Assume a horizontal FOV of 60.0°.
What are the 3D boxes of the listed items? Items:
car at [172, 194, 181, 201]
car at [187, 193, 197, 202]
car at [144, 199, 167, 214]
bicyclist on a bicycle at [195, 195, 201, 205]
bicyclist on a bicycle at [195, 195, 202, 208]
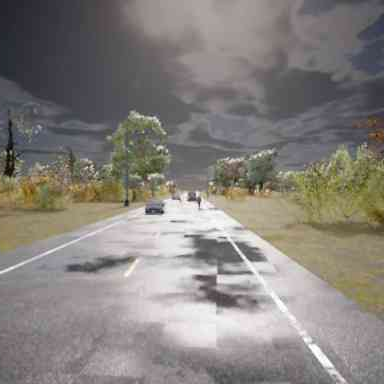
[{"bbox_3d":[-3.489,1.158,74.316,1.882,1.535,5.008,0,0,0],"label":"car"},{"bbox_3d":[0.012,1.339,69.540,1.895,1.301,4.718,0,0,0],"label":"car"},{"bbox_3d":[-3.592,1.436,33.687,2.033,1.411,5.357,0,0,0],"label":"car"},{"bbox_3d":[0.983,1.253,52.861,0.866,1.612,1.509,0,0,0],"label":"bicyclist on a bicycle"},{"bbox_3d":[0.969,1.312,41.872,0.582,1.620,1.656,0,0,0],"label":"bicyclist on a bicycle"}]
